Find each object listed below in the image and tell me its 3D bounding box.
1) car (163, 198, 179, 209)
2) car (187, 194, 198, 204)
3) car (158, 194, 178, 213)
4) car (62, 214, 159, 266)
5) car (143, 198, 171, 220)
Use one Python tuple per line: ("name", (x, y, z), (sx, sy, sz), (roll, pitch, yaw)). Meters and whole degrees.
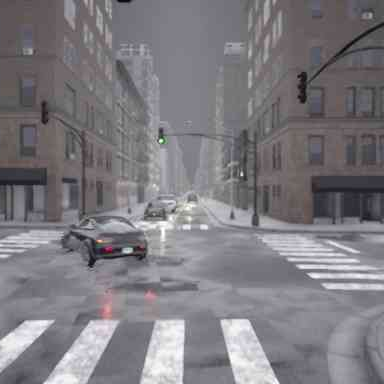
("car", (-3.009, 1.643, 49.534), (2.033, 1.411, 5.357), (0, 0, 0))
("car", (0.076, 1.363, 69.817), (2.150, 2.045, 5.566), (0, 0, 0))
("car", (-3.052, 1.294, 38.955), (2.150, 2.045, 5.566), (0, 0, 0))
("car", (-3.124, 1.542, 11.639), (1.812, 1.442, 4.674), (1, -1, -33))
("car", (-3.081, 1.557, 28.900), (1.837, 1.490, 4.892), (0, 0, -2))
